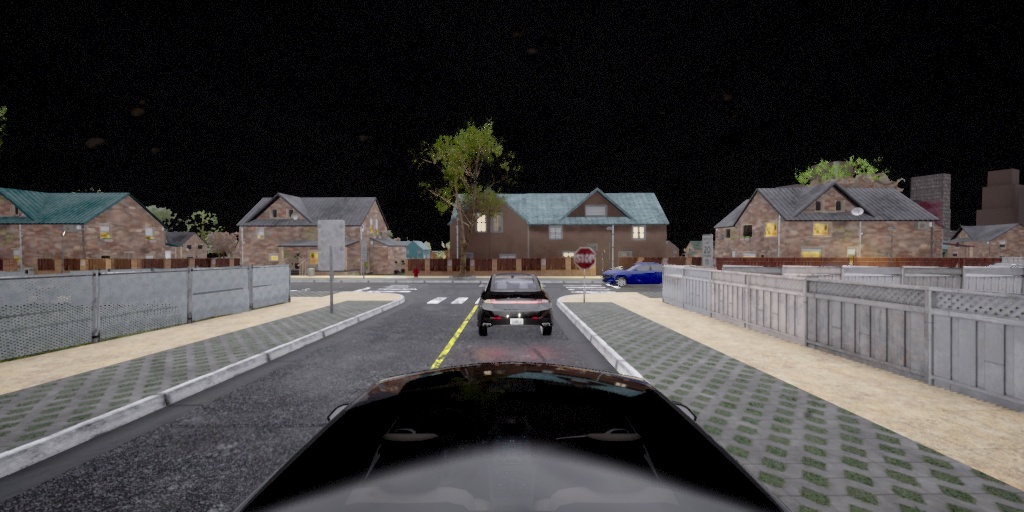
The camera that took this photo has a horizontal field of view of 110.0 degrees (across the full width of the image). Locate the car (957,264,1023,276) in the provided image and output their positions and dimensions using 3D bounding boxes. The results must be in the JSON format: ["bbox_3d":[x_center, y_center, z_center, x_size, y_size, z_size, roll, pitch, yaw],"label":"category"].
[{"bbox_3d":[31.555,1.227,23.090,4.674,1.442,1.812,0,1,-4],"label":"car"}]

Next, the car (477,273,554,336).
[{"bbox_3d":[0.029,1.238,10.377,2.128,1.511,4.902,0,0,-2],"label":"car"}]

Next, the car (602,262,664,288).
[{"bbox_3d":[8.403,1.183,23.275,5.008,1.535,1.882,0,1,-1],"label":"car"}]

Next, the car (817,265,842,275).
[{"bbox_3d":[20.244,1.262,23.119,4.181,1.385,1.994,0,1,1],"label":"car"}]
